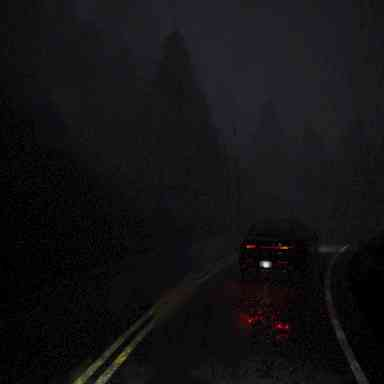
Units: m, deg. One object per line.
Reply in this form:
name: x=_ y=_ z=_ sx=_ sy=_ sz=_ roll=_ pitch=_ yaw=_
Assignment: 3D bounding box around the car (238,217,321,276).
car: x=2.880 y=1.557 z=10.608 sx=1.837 sy=1.490 sz=4.892 roll=-2 pitch=0 yaw=25
